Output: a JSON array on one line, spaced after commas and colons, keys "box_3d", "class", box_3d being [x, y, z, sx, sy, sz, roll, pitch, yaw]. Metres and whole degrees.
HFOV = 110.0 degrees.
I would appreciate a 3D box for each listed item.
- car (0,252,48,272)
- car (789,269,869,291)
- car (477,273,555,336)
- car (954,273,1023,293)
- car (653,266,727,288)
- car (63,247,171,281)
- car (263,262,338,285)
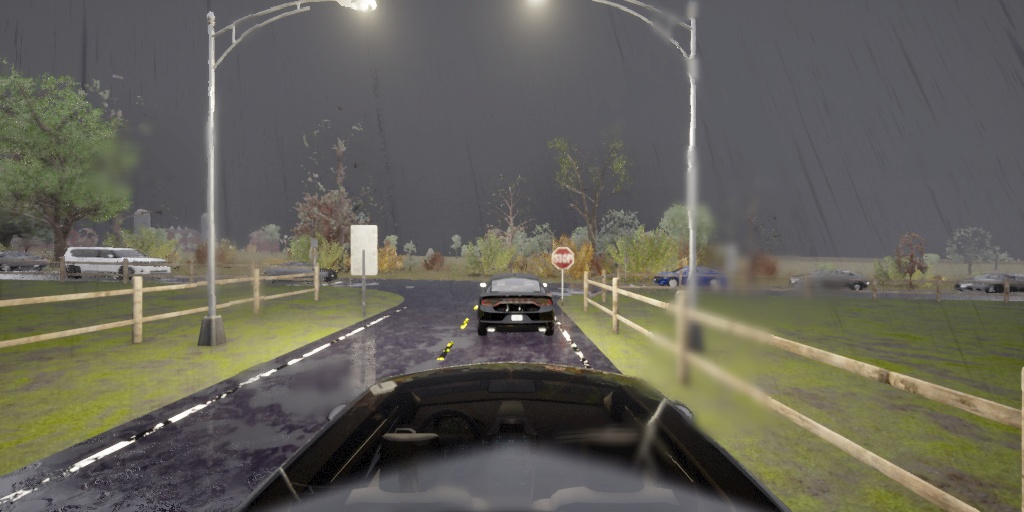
[{"box_3d": [-37.066, 0.445, 26.137, 4.902, 1.511, 2.128, 1, 1, 0], "class": "car"}, {"box_3d": [23.038, 1.740, 26.134, 4.902, 1.511, 2.128, 1, 1, 0], "class": "car"}, {"box_3d": [0.062, 1.226, 10.470, 1.882, 1.535, 5.008, 0, 0, -1], "class": "car"}, {"box_3d": [35.395, 2.001, 26.121, 4.902, 1.511, 2.128, 1, 1, 0], "class": "car"}, {"box_3d": [12.891, 1.510, 26.101, 5.008, 1.535, 1.882, 1, 1, -1], "class": "car"}, {"box_3d": [-25.547, 0.464, 23.184, 5.566, 2.045, 2.150, 1, 1, 0], "class": "car"}, {"box_3d": [-13.595, 1.064, 23.191, 4.181, 1.385, 1.994, 1, 1, 1], "class": "car"}]
